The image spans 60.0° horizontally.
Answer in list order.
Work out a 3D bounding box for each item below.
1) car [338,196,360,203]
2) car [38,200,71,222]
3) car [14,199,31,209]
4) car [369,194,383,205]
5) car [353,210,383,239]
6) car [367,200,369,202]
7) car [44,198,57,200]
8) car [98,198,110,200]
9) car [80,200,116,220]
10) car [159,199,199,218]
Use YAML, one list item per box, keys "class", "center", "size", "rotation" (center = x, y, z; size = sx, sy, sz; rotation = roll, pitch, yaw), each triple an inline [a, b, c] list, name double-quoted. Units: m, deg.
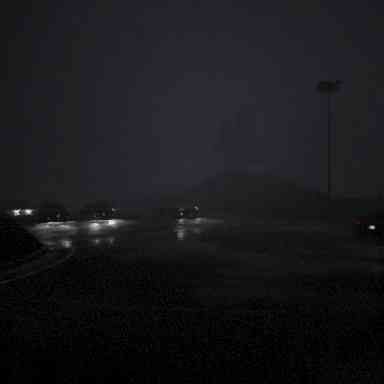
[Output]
- class: "car"
  center: [33.115, 1.614, 70.167]
  size: [1.882, 1.535, 5.008]
  rotation: [0, 0, -18]
- class: "car"
  center: [-11.139, 1.627, 26.791]
  size: [1.994, 1.385, 4.181]
  rotation: [0, 0, -32]
- class: "car"
  center: [-24.425, 1.716, 47.850]
  size: [1.895, 1.301, 4.718]
  rotation: [0, 0, -32]
- class: "car"
  center: [34.690, 1.339, 59.617]
  size: [2.150, 2.045, 5.566]
  rotation: [0, 0, 0]
- class: "car"
  center: [9.740, 1.596, 16.622]
  size: [4.181, 1.385, 1.994]
  rotation: [0, 0, -43]
- class: "car"
  center: [37.452, 1.669, 67.100]
  size: [1.895, 1.301, 4.718]
  rotation: [0, 0, -14]
- class: "car"
  center: [-20.201, 1.590, 47.694]
  size: [1.882, 1.535, 5.008]
  rotation: [0, 0, -32]
- class: "car"
  center: [-12.933, 1.661, 49.272]
  size: [2.033, 1.411, 5.357]
  rotation: [0, 0, -32]
- class: "car"
  center: [-8.215, 1.630, 28.717]
  size: [1.994, 1.385, 4.181]
  rotation: [0, 0, -32]
- class: "car"
  center: [-1.283, 1.420, 30.857]
  size: [2.097, 1.767, 4.553]
  rotation: [0, 0, -32]
